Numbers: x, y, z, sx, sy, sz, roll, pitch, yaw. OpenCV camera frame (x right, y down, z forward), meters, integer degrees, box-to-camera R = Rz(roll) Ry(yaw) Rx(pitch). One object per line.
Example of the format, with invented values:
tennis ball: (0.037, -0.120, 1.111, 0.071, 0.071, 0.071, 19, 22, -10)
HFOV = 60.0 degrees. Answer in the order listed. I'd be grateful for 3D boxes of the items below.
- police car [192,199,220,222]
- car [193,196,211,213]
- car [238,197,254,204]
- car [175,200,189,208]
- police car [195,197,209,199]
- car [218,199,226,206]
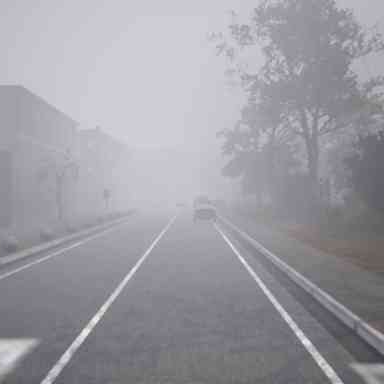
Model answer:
police car: (1.056, 1.694, 29.103, 1.930, 1.638, 5.238, 0, 0, 0)
car: (1.396, 1.624, 44.789, 2.150, 2.045, 5.566, 0, 0, 5)
car: (12.271, 1.869, 75.428, 1.812, 1.442, 4.674, -1, 0, 40)
car: (-1.754, 2.078, 60.424, 2.033, 1.411, 5.357, 0, 0, 8)
police car: (1.109, 1.779, 39.040, 1.930, 1.638, 5.238, 0, 0, 1)
car: (4.818, 1.977, 62.988, 1.882, 1.535, 5.008, -1, 0, 25)
